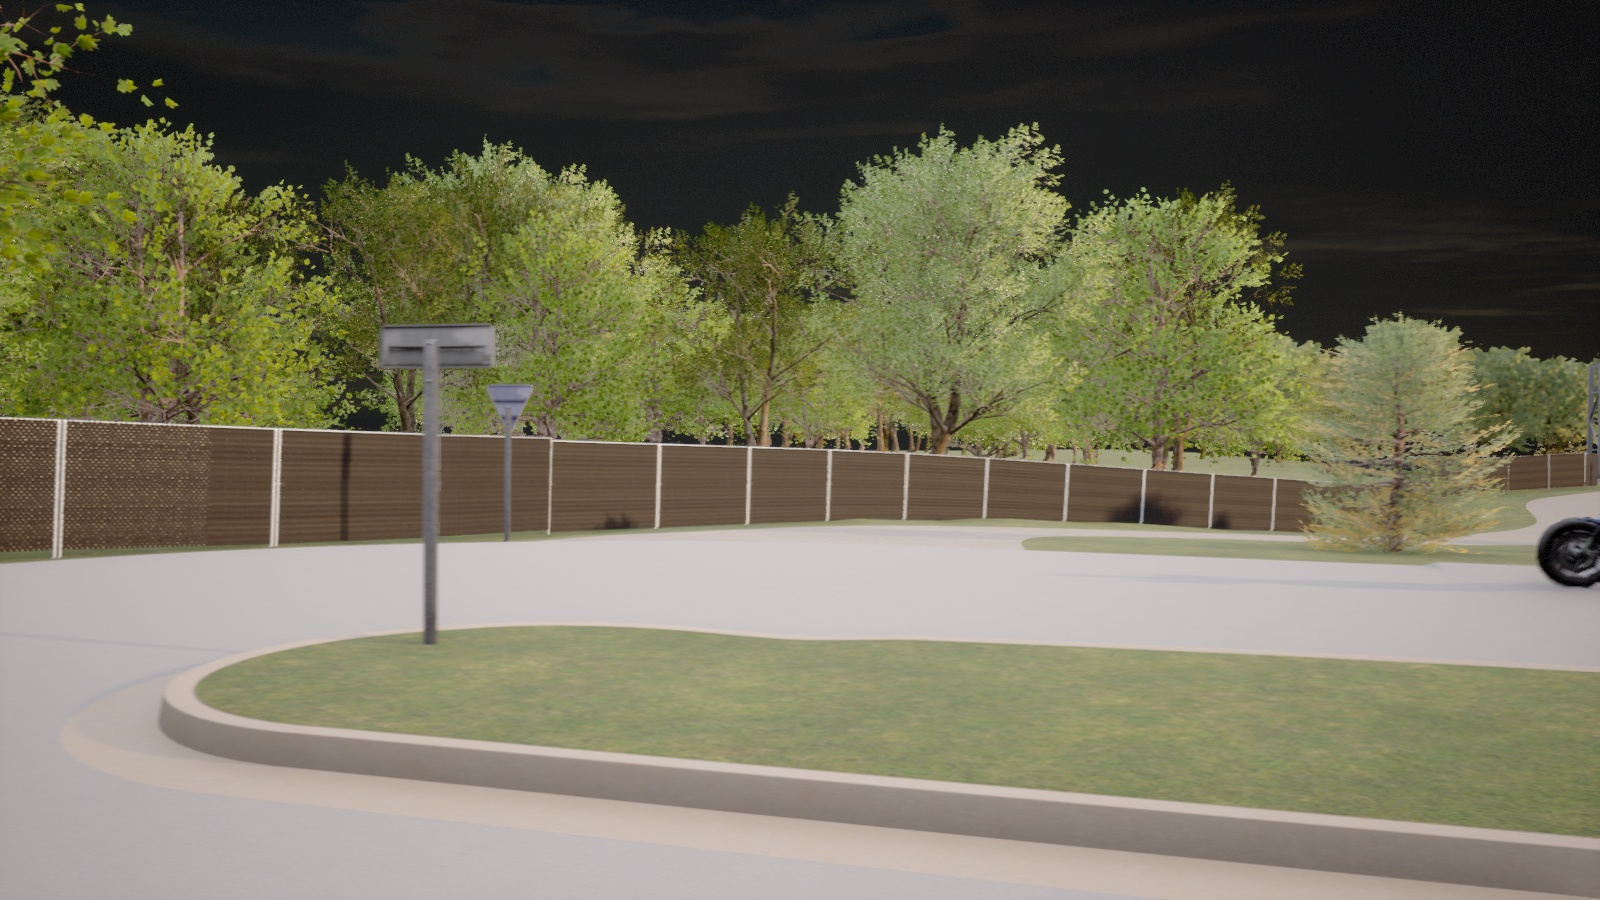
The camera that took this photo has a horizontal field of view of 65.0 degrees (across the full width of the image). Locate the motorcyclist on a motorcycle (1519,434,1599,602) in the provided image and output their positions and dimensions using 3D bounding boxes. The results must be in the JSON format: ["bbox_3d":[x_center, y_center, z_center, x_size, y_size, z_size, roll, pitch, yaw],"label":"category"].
[{"bbox_3d":[8.622,0.685,12.555,2.350,1.649,0.766,1,1,19],"label":"motorcyclist on a motorcycle"}]
